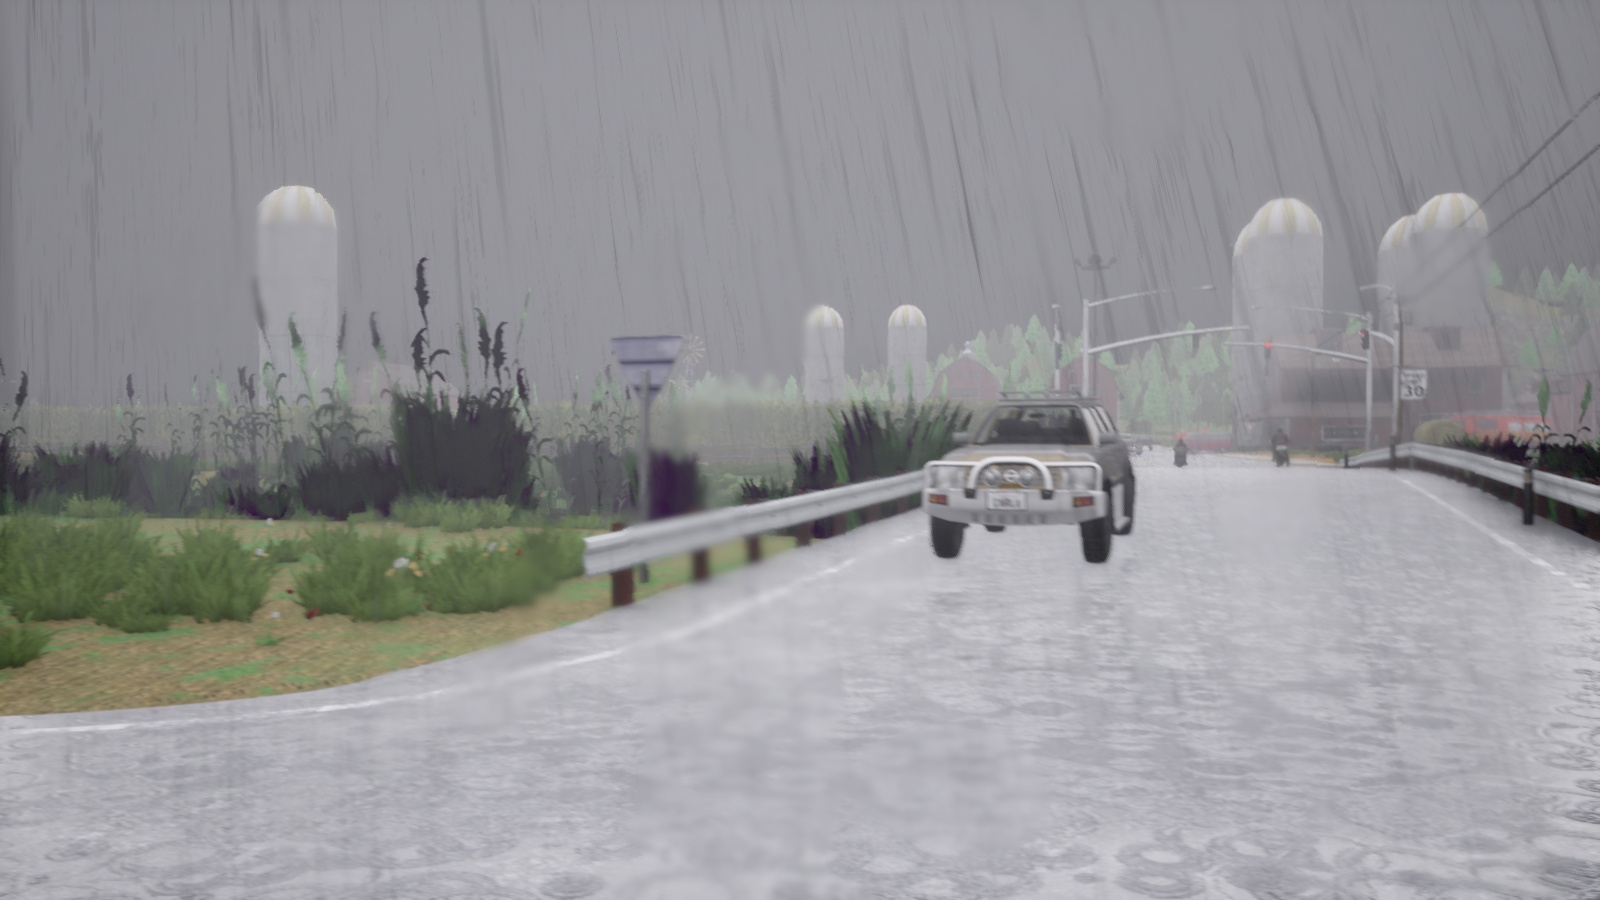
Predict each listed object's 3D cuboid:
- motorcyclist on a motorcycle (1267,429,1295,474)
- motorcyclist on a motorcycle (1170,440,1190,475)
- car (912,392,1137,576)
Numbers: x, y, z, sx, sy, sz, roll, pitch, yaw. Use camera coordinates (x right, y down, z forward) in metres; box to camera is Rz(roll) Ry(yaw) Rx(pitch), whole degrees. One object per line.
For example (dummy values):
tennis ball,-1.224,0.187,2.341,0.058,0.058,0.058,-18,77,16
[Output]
motorcyclist on a motorcycle,17.242,0.078,45.034,0.797,1.523,2.044,1,-2,18
motorcyclist on a motorcycle,16.821,0.313,55.627,0.797,1.523,2.044,0,0,16
car,2.870,0.241,15.121,1.932,1.855,4.605,1,2,20
